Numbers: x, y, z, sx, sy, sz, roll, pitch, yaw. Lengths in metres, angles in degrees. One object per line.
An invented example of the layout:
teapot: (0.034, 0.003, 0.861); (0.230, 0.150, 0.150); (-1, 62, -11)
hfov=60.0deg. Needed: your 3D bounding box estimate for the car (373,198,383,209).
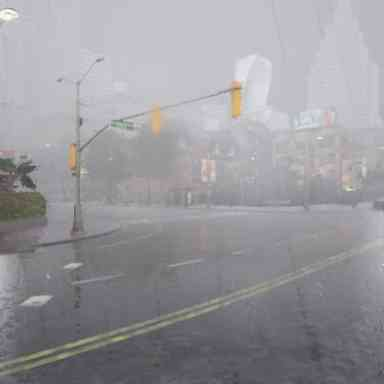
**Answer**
car: (26.905, 1.538, 46.514); (2.097, 1.535, 5.008); (0, 0, 43)
